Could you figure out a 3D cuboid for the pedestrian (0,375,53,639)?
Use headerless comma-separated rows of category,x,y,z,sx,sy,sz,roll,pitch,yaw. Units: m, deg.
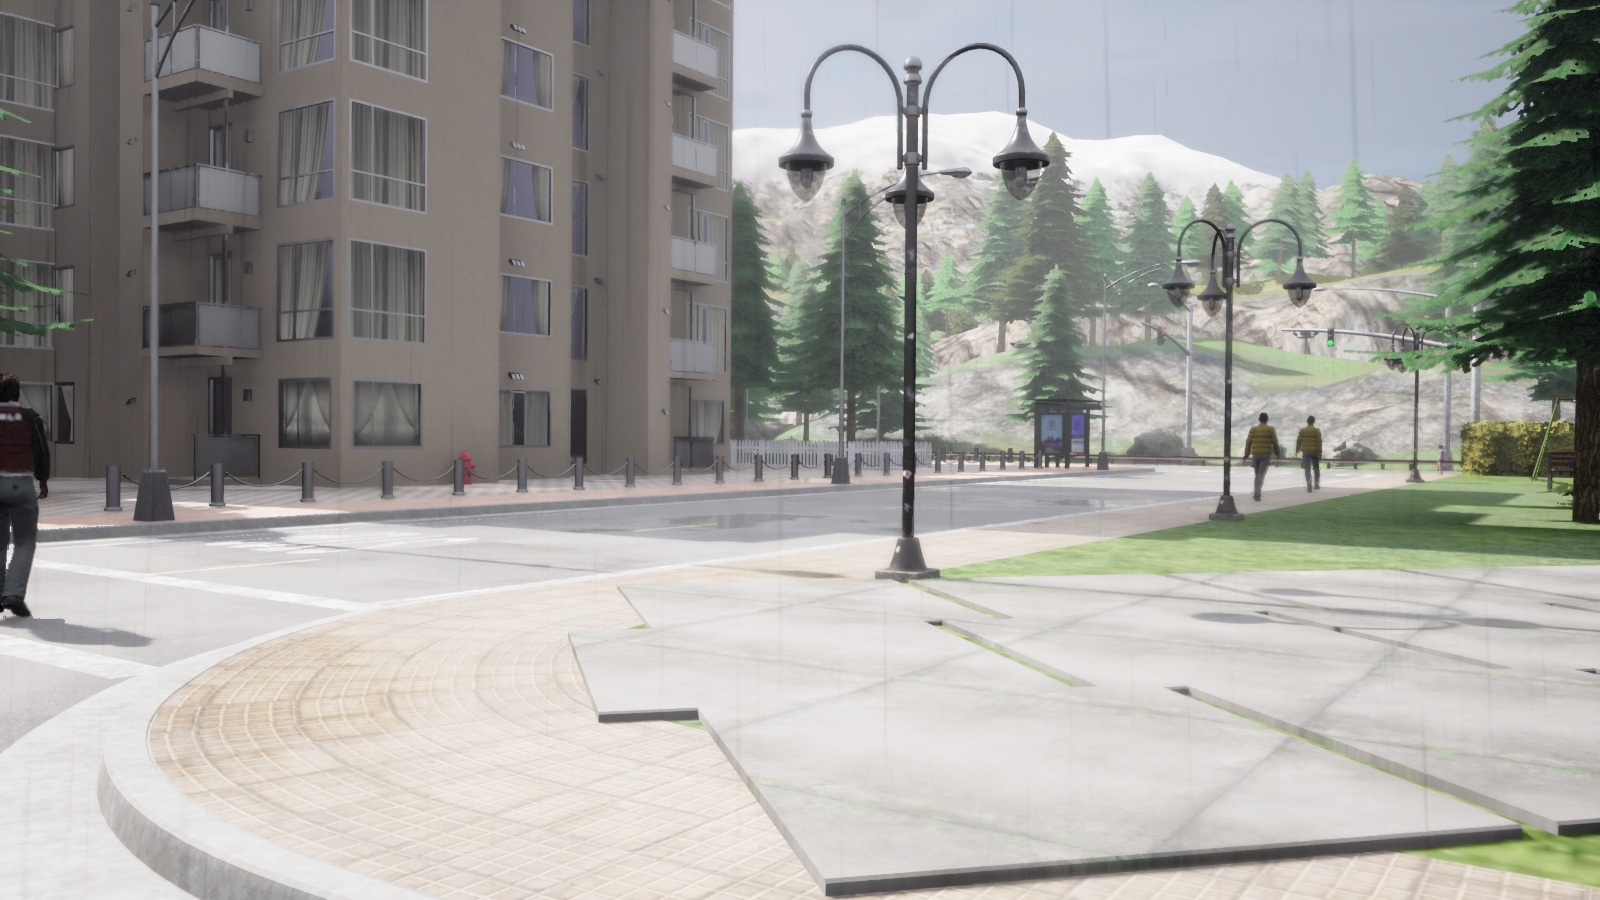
pedestrian,-5.981,0.417,9.485,0.402,1.930,0.666,-1,1,-17

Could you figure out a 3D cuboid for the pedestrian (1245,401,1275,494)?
pedestrian,9.304,-0.054,25.380,0.431,1.840,0.709,0,1,32

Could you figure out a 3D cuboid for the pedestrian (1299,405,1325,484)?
pedestrian,12.135,-0.139,29.752,0.431,1.840,0.709,0,1,34
